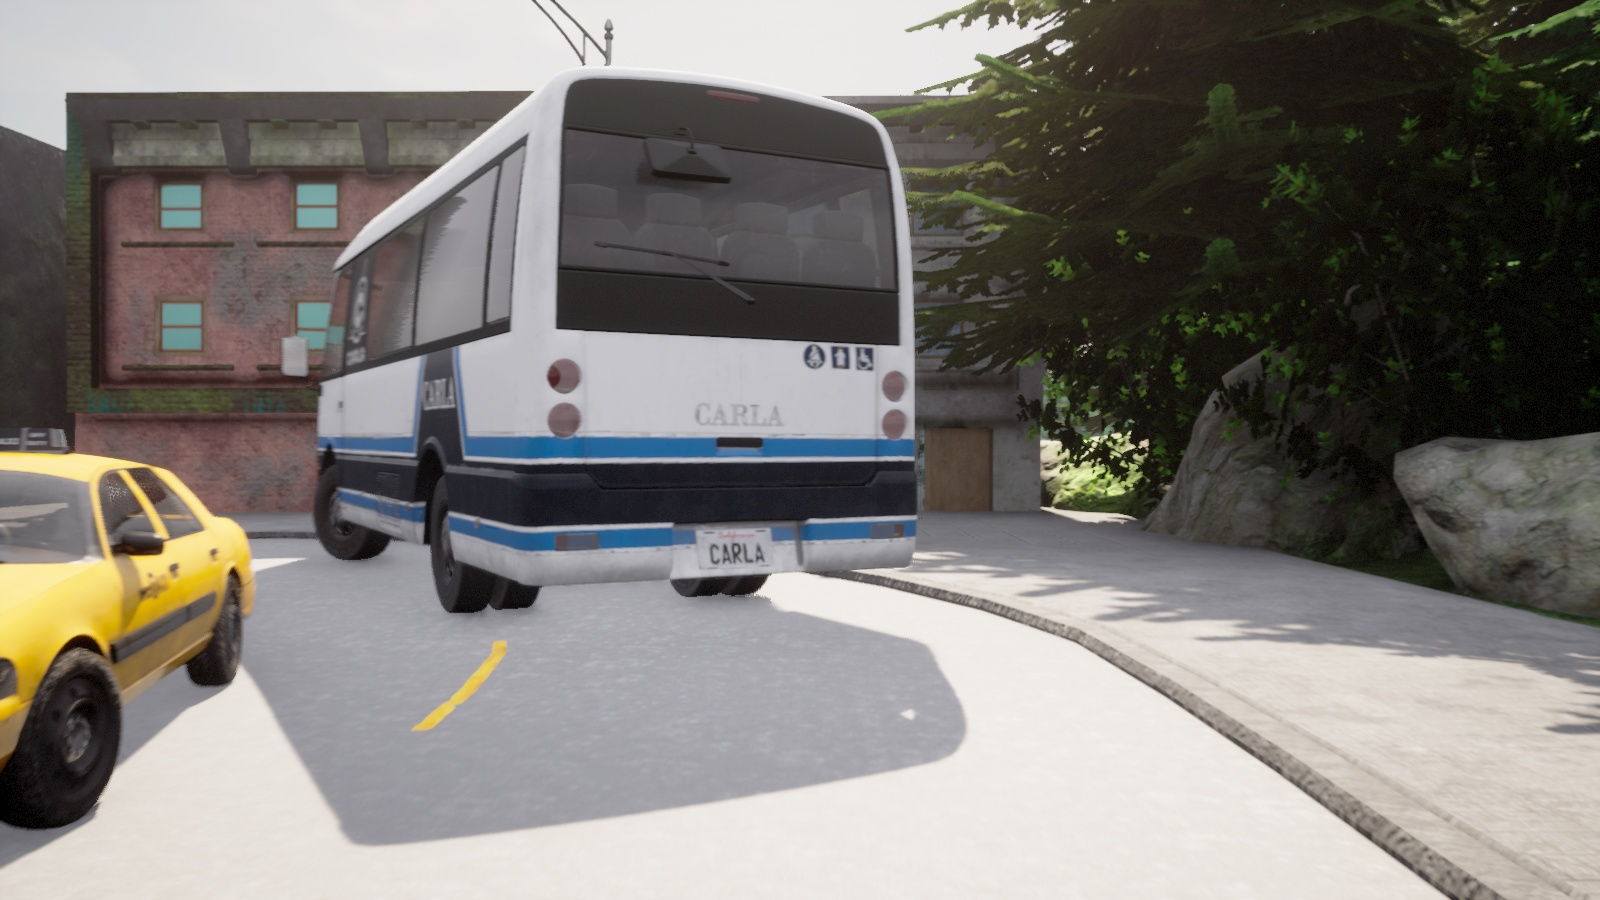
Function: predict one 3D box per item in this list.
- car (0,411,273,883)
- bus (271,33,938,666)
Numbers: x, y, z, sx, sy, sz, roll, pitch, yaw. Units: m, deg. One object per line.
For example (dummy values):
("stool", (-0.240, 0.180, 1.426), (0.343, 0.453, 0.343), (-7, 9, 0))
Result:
("car", (-4.090, 0.647, 6.288), (1.801, 1.575, 5.366), (0, 0, -13))
("bus", (-3.101, -0.719, 13.883), (3.944, 4.253, 10.273), (0, 1, -29))
